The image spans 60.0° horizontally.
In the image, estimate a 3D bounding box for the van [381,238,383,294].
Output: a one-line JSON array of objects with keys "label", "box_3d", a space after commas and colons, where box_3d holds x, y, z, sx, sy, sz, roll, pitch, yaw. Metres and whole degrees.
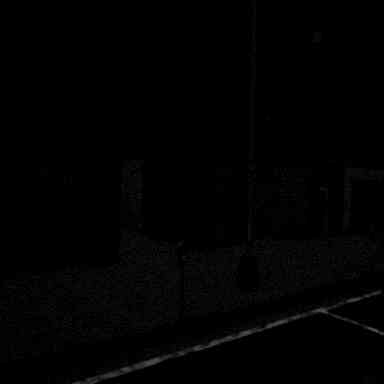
[{"label": "van", "box_3d": [5.426, 1.367, 6.622, 3.998, 1.788, 1.690, 1, 1, -34]}]
